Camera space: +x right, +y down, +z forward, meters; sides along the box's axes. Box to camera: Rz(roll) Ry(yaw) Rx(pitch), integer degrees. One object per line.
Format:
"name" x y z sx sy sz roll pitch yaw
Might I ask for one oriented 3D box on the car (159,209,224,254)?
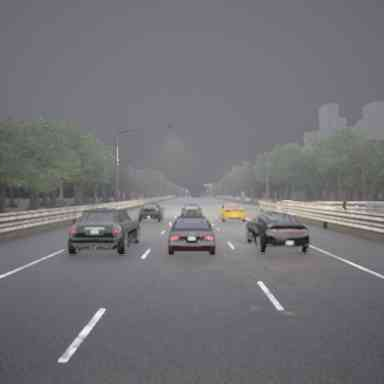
"car" -0.007 1.680 13.995 2.033 1.411 5.357 0 -1 0

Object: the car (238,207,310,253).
"car" 3.497 1.628 14.304 2.128 1.511 4.902 0 0 0

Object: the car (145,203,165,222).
"car" -3.512 1.779 29.296 1.837 1.490 4.892 0 0 0

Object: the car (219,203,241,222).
"car" 3.490 1.750 29.462 1.882 1.535 5.008 0 0 0

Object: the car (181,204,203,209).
"car" -0.011 1.797 29.374 1.812 1.442 4.674 0 0 0

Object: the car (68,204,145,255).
"car" -3.505 1.484 14.076 2.097 1.767 4.553 0 -1 0
